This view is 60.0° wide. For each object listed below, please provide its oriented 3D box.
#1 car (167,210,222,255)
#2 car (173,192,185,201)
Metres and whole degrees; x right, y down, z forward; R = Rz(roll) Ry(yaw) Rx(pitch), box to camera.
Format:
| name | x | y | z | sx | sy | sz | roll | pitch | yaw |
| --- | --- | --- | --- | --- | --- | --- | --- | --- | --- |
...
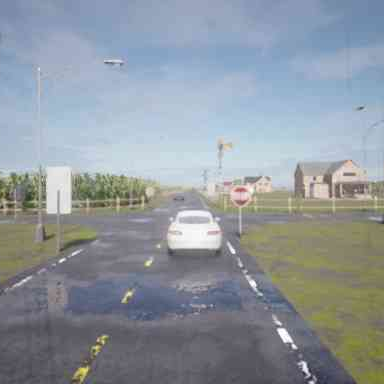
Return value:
| name | x | y | z | sx | sy | sz | roll | pitch | yaw |
| --- | --- | --- | --- | --- | --- | --- | --- | --- | --- |
| car | 0.087 | 1.389 | 12.457 | 1.812 | 1.442 | 4.674 | 0 | 1 | 0 |
| car | -2.338 | 0.852 | 61.013 | 1.882 | 1.535 | 5.008 | 0 | 1 | 1 |
